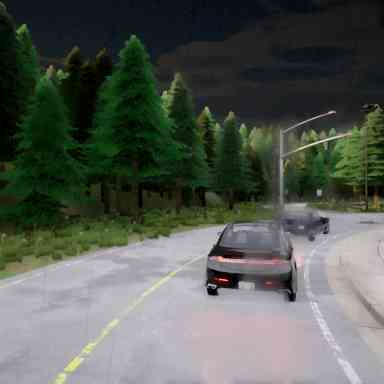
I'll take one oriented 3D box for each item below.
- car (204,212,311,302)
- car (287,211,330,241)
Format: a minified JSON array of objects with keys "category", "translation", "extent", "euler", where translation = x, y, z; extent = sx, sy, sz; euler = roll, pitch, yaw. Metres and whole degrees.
[{"category":"car","translation":[1.588,1.492,8.400],"extent":[2.128,1.511,4.902],"euler":[0,0,14]},{"category":"car","translation":[5.572,1.601,16.836],"extent":[1.895,1.301,4.718],"euler":[0,0,34]}]
